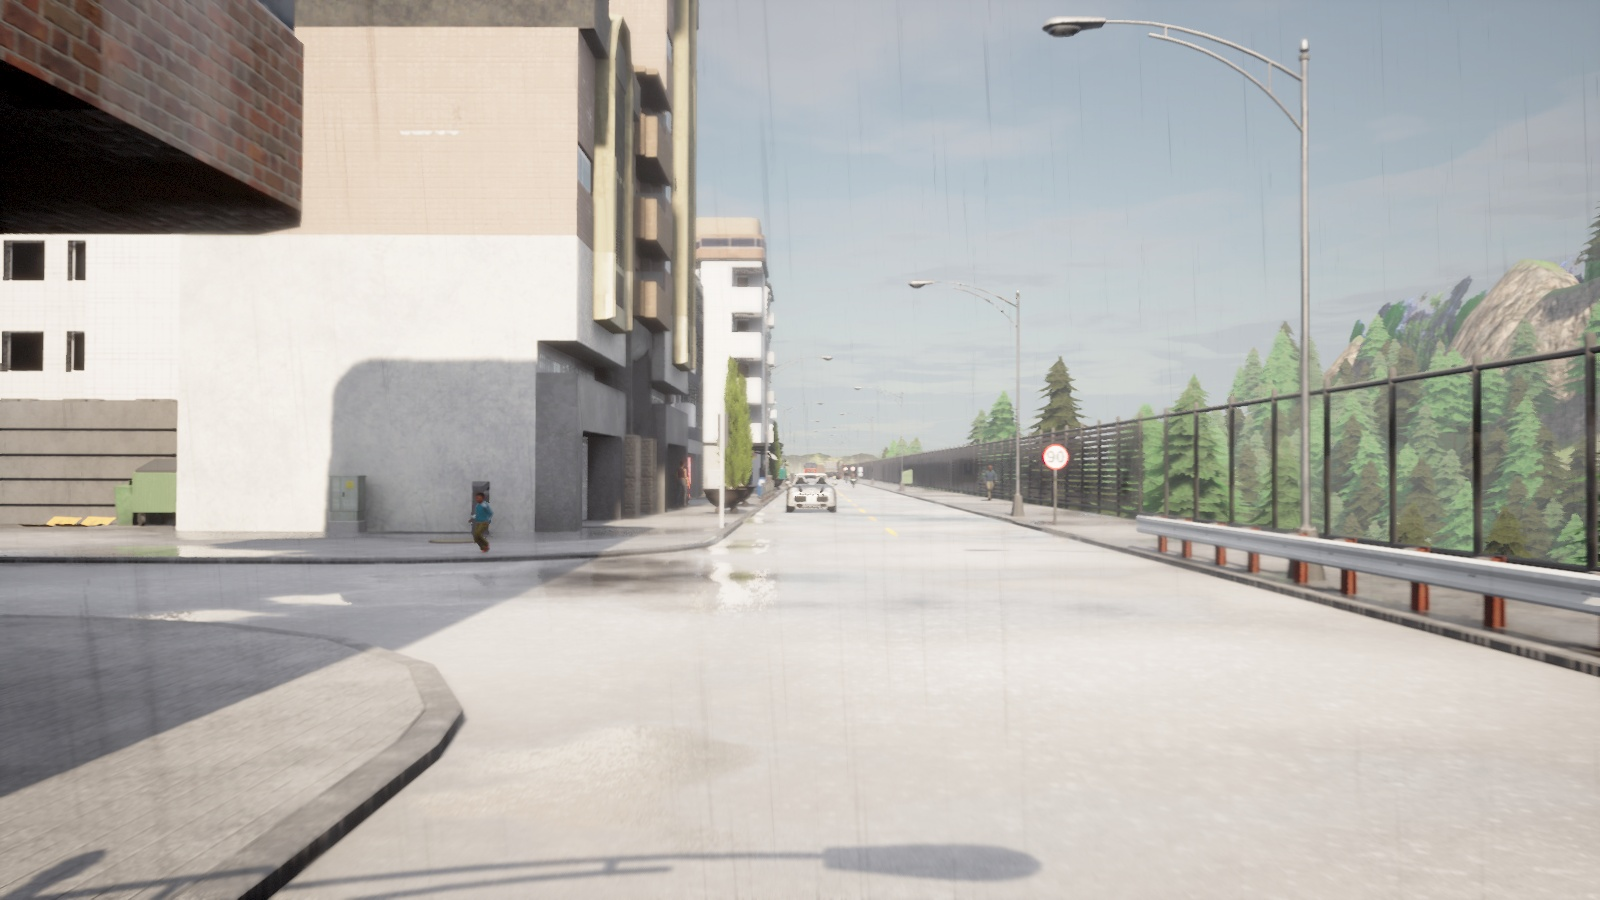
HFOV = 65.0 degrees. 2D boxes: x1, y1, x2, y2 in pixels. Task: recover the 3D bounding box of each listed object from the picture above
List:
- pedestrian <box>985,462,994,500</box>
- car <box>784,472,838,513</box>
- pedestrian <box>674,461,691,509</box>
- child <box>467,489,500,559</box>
[{"bbox_3d":[9.377,1.527,62.182,0.370,1.835,0.726,0,-1,3],"label":"pedestrian"},{"bbox_3d":[0.424,1.578,47.806,1.970,1.475,3.806,0,-1,0],"label":"car"},{"bbox_3d":[-4.565,1.360,48.845,0.345,1.836,0.594,-1,-1,30],"label":"pedestrian"},{"bbox_3d":[-5.555,1.294,22.061,0.343,1.192,0.448,-1,-1,35],"label":"child"}]
